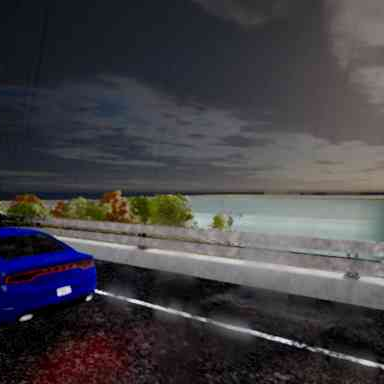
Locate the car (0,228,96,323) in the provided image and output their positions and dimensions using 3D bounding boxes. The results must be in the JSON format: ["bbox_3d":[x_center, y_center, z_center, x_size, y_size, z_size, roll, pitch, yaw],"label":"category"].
[{"bbox_3d":[-4.135,1.498,6.977,5.008,1.535,1.882,0,0,36],"label":"car"}]
